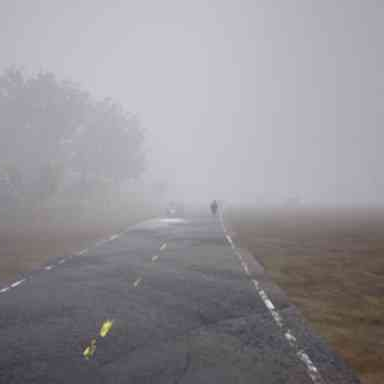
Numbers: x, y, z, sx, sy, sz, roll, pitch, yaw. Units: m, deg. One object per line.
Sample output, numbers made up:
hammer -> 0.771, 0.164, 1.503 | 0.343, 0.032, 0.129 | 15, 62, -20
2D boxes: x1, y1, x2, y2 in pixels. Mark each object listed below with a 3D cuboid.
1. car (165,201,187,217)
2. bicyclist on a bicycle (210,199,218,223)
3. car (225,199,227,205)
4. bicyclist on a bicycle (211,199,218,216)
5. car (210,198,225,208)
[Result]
car -> -1.597, 1.723, 34.124 | 2.128, 1.511, 4.902 | 0, 0, 5
bicyclist on a bicycle -> 1.710, 1.545, 25.650 | 0.659, 1.776, 1.843 | 0, 0, 4
car -> 6.557, 2.070, 73.288 | 1.994, 1.385, 4.181 | 0, 0, 11
bicyclist on a bicycle -> 2.392, 1.610, 34.833 | 0.659, 1.776, 1.843 | 0, 0, 5
car -> 4.157, 1.962, 57.129 | 1.994, 1.385, 4.181 | 0, 0, 8
